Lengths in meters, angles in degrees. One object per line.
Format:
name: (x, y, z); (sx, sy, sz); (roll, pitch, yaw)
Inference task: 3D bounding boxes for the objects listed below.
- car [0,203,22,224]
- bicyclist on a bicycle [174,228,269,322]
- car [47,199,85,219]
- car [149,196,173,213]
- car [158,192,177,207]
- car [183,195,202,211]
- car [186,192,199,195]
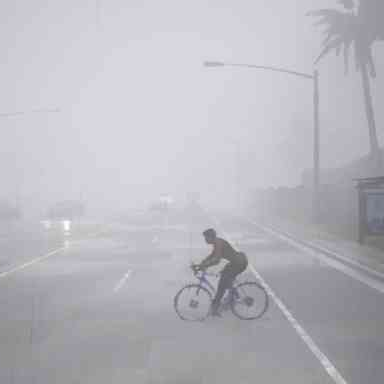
car: (-13.996, 1.521, 23.803); (1.994, 1.385, 4.181); (0, 0, 0)
bicyclist on a bicycle: (0.494, 1.455, 5.768); (1.656, 1.620, 0.582); (-2, 0, -1)
car: (-10.554, 1.422, 28.239); (1.837, 1.490, 4.892); (0, 0, 0)
car: (-3.393, 1.449, 35.300); (1.895, 1.301, 4.718); (0, 0, 0)
car: (-3.405, 0.989, 45.312); (2.150, 2.045, 5.566); (0, 0, 4)
car: (0.114, 1.354, 37.247); (1.812, 1.442, 4.674); (0, 0, 0)
car: (0.114, 0.966, 47.528); (2.150, 2.045, 5.566); (0, 0, 0)
